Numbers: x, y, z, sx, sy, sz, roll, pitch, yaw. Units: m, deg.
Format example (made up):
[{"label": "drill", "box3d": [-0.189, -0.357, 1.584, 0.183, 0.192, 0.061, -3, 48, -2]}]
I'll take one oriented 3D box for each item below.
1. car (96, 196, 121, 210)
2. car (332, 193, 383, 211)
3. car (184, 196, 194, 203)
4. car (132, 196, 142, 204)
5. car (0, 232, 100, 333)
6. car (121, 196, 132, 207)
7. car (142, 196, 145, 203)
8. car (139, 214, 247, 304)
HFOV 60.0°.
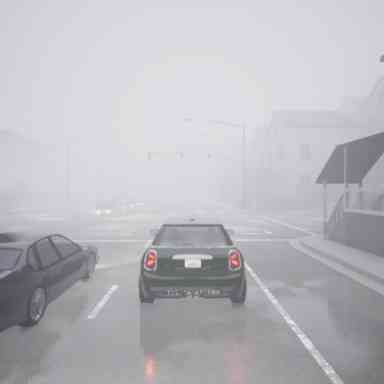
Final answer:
[{"label": "car", "box3d": [-11.041, 1.569, 43.172, 1.994, 1.385, 4.181, 0, 0, -1]}, {"label": "car", "box3d": [14.110, 0.957, 27.906, 4.674, 1.442, 1.812, -15, 0, -2]}, {"label": "car", "box3d": [-0.621, 1.534, 69.700, 1.812, 1.442, 4.674, 0, 0, -1]}, {"label": "car", "box3d": [-11.197, 1.499, 61.896, 2.128, 1.511, 4.902, 0, 0, 0]}, {"label": "car", "box3d": [-3.488, 1.548, 6.905, 2.033, 1.411, 5.357, 0, 0, 0]}, {"label": "car", "box3d": [-11.124, 1.358, 51.827, 2.097, 1.767, 4.553, 0, 0, -1]}, {"label": "car", "box3d": [-11.243, 1.530, 72.169, 2.128, 1.511, 4.902, 0, 0, -1]}, {"label": "car", "box3d": [0.002, 1.352, 8.308, 2.097, 1.767, 4.553, 0, 0, 0]}]
